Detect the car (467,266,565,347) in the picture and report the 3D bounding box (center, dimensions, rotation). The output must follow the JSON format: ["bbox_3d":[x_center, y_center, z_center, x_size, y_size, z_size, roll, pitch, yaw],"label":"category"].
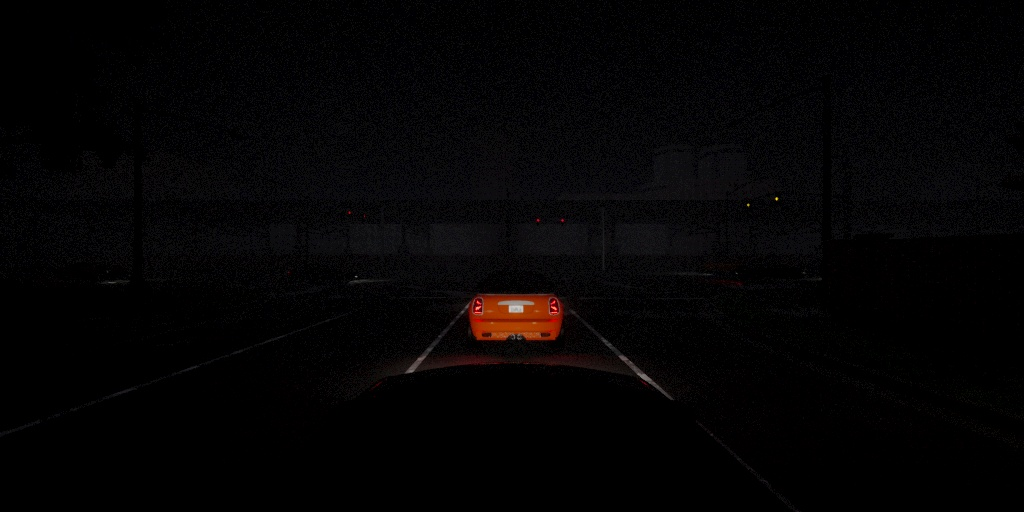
[{"bbox_3d":[0.083,1.103,9.471,2.097,1.767,4.553,0,0,0],"label":"car"}]

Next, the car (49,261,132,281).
[{"bbox_3d":[-34.642,1.227,29.808,5.008,1.535,1.882,0,0,2],"label":"car"}]

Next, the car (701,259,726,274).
[{"bbox_3d":[23.227,1.098,39.000,5.008,1.535,1.882,-1,0,1],"label":"car"}]

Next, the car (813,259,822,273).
[{"bbox_3d":[33.137,1.065,38.746,4.181,1.385,1.994,-1,0,1],"label":"car"}]

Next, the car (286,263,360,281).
[{"bbox_3d":[-15.361,1.298,29.274,5.357,1.411,2.033,0,0,1],"label":"car"}]

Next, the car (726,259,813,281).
[{"bbox_3d":[20.217,1.139,28.370,4.902,1.511,2.128,-1,0,1],"label":"car"}]
